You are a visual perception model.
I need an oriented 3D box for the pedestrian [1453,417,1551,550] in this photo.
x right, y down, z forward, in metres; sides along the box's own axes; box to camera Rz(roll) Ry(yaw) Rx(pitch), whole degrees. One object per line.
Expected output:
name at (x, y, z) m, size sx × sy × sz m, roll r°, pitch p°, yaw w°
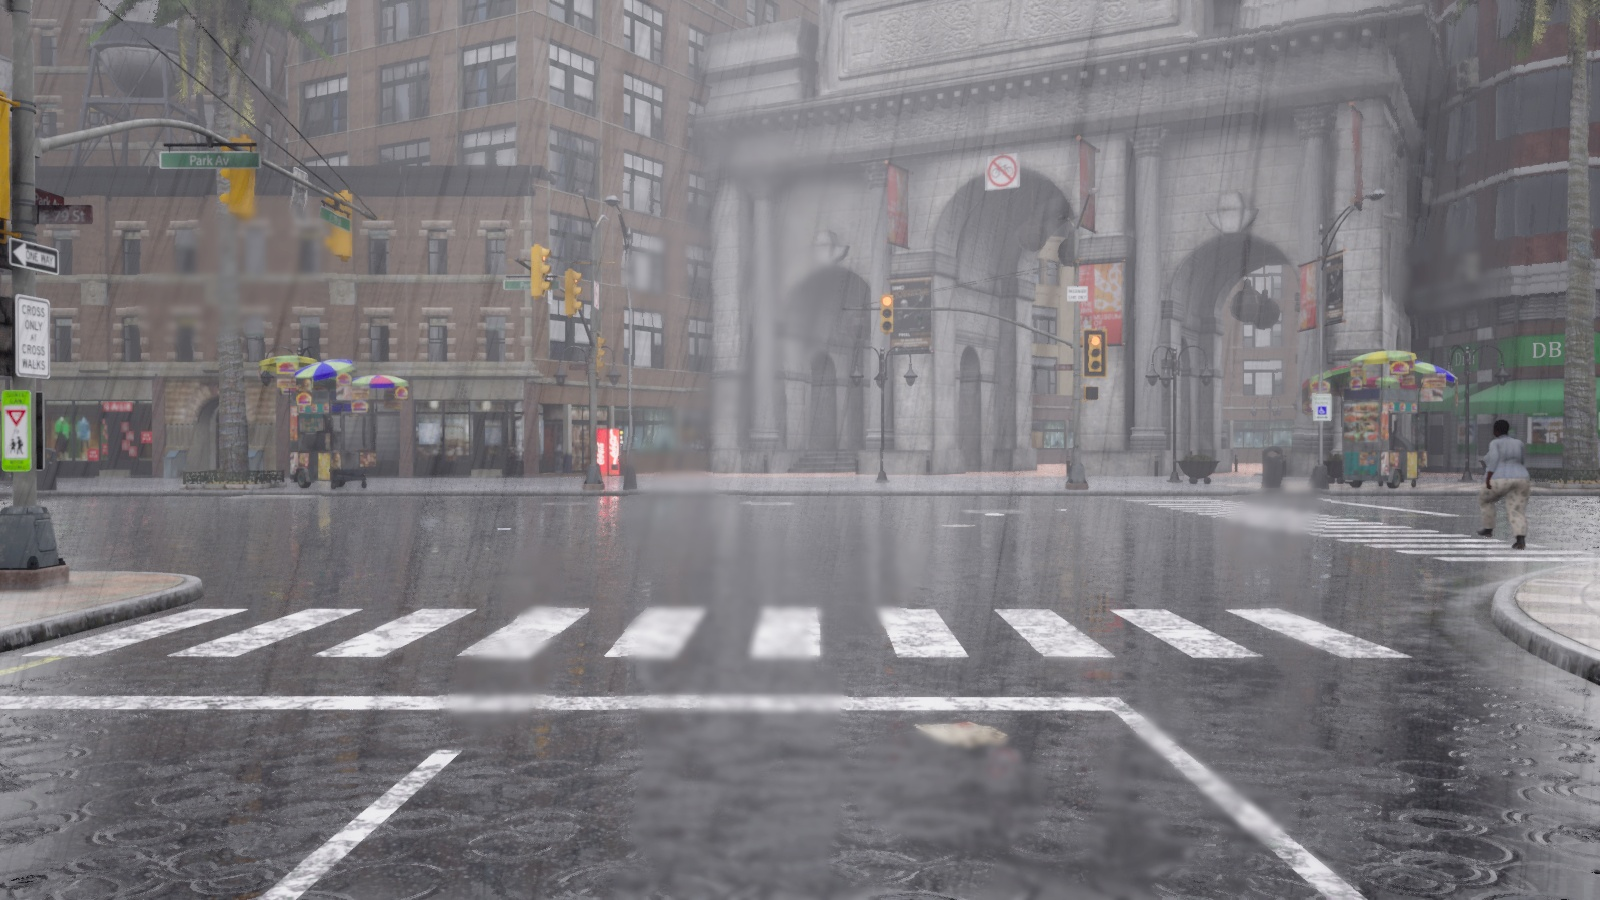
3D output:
pedestrian at (10.020, 0.460, 17.957) m, size 0.874 × 1.855 × 0.900 m, roll 0°, pitch 0°, yaw -3°
